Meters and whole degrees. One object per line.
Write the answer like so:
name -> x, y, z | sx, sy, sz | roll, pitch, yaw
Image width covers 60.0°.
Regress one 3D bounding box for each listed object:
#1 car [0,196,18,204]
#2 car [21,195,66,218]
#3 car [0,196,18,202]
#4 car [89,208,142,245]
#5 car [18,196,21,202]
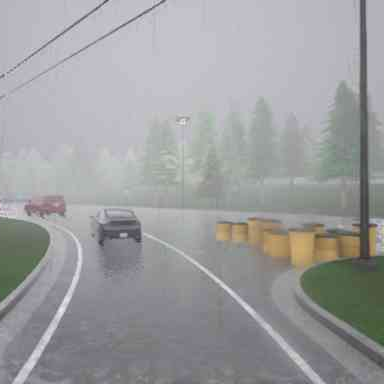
car -> -38.851, 1.549, 69.632 | 4.553, 1.767, 2.097 | 0, 0, 44
car -> -13.669, 1.285, 30.948 | 2.150, 2.045, 5.566 | 0, 0, -43
car -> -43.388, 1.672, 78.803 | 5.357, 1.411, 2.033 | 0, 0, 44
car -> -3.693, 1.514, 15.831 | 1.837, 1.490, 4.892 | 0, 0, -22
car -> -36.434, 1.529, 72.164 | 4.553, 1.767, 2.097 | 0, 0, 44
